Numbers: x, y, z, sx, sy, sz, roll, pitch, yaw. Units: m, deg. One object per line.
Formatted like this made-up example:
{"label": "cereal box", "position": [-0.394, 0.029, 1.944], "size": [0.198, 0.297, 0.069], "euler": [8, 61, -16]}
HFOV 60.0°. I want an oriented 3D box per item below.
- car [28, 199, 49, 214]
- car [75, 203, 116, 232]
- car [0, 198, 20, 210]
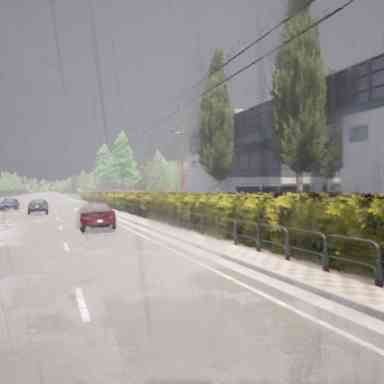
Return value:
{"label": "car", "position": [-15.754, 1.455, 34.050], "size": [2.033, 1.411, 5.357], "euler": [-1, 1, -23]}
{"label": "car", "position": [-5.784, 1.359, 19.647], "size": [1.882, 1.535, 5.008], "euler": [-1, 1, -23]}
{"label": "car", "position": [-22.973, 1.501, 42.045], "size": [2.033, 1.411, 5.357], "euler": [-1, 1, -23]}
